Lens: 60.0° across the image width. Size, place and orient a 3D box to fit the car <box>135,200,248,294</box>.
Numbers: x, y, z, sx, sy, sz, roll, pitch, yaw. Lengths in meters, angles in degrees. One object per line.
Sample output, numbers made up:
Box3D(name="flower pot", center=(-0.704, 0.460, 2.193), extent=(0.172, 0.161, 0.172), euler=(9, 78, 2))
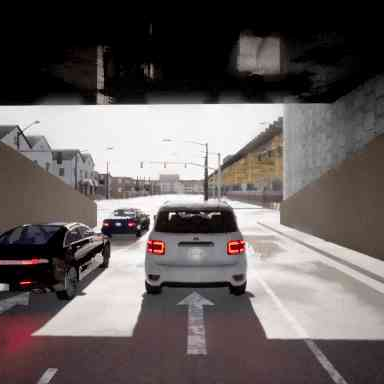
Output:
Box3D(name="car", center=(0.085, 1.221, 8.905), extent=(2.150, 2.045, 5.566), euler=(0, 0, 0))

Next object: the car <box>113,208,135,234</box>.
Box3D(name="car", center=(-3.417, 1.547, 17.931), extent=(2.033, 1.411, 5.357), euler=(0, 0, 0))

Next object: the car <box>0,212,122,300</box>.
Box3D(name="car", center=(-3.420, 1.491, 8.382), extent=(2.128, 1.511, 4.902), euler=(0, 0, 0))

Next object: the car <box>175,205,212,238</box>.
Box3D(name="car", center=(0.063, 1.526, 18.469), extent=(1.812, 1.442, 4.674), euler=(0, 0, 0))
